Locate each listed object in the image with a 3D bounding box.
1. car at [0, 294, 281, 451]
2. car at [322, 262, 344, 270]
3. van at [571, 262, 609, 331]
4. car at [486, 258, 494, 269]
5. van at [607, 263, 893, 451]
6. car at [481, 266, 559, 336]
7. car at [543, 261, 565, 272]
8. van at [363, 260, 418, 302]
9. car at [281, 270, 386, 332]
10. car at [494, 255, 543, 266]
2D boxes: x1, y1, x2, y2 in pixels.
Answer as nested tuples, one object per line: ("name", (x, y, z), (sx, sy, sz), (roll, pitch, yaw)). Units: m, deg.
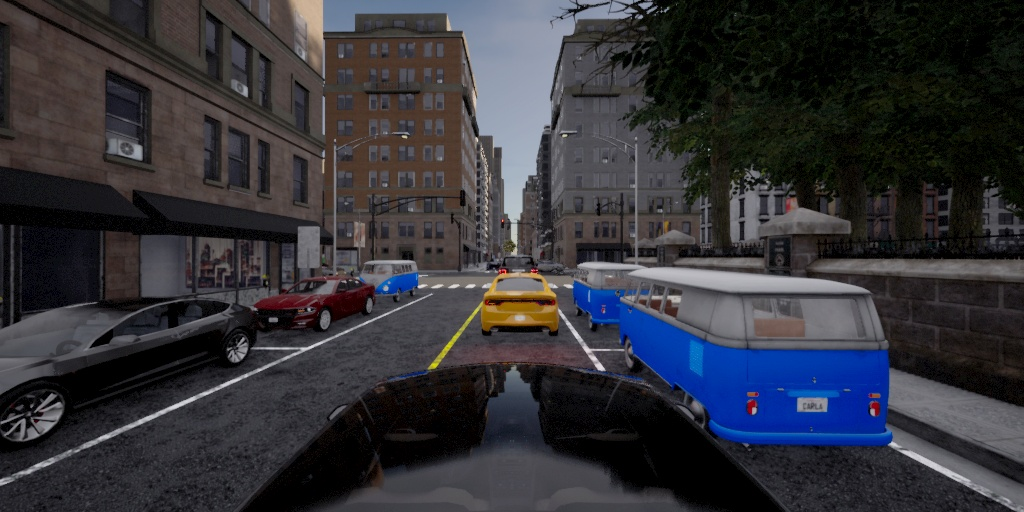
("car", (-5.807, 1.315, 5.209), (1.948, 1.339, 4.313), (0, 0, 1))
("car", (-16.197, 1.275, 28.656), (5.357, 1.411, 2.033), (0, 0, 1))
("van", (2.831, 1.088, 10.705), (1.690, 1.789, 3.998), (0, 0, 1))
("car", (-2.295, 1.077, 49.659), (2.097, 1.767, 4.553), (0, 0, 2))
("van", (2.716, 1.090, 5.049), (1.690, 1.789, 3.998), (0, 0, 1))
("car", (0.227, 1.225, 10.453), (1.882, 1.535, 5.008), (0, 0, 1))
("car", (3.165, 1.229, 38.481), (4.902, 1.511, 2.128), (0, 0, 0))
("van", (-5.579, 1.085, 16.527), (1.690, 1.789, 3.998), (0, 0, 1))
("car", (-5.693, 1.292, 10.868), (1.888, 1.381, 4.507), (0, 0, 1))
("car", (0.334, 0.962, 20.409), (2.150, 2.045, 5.566), (0, 0, 0))
